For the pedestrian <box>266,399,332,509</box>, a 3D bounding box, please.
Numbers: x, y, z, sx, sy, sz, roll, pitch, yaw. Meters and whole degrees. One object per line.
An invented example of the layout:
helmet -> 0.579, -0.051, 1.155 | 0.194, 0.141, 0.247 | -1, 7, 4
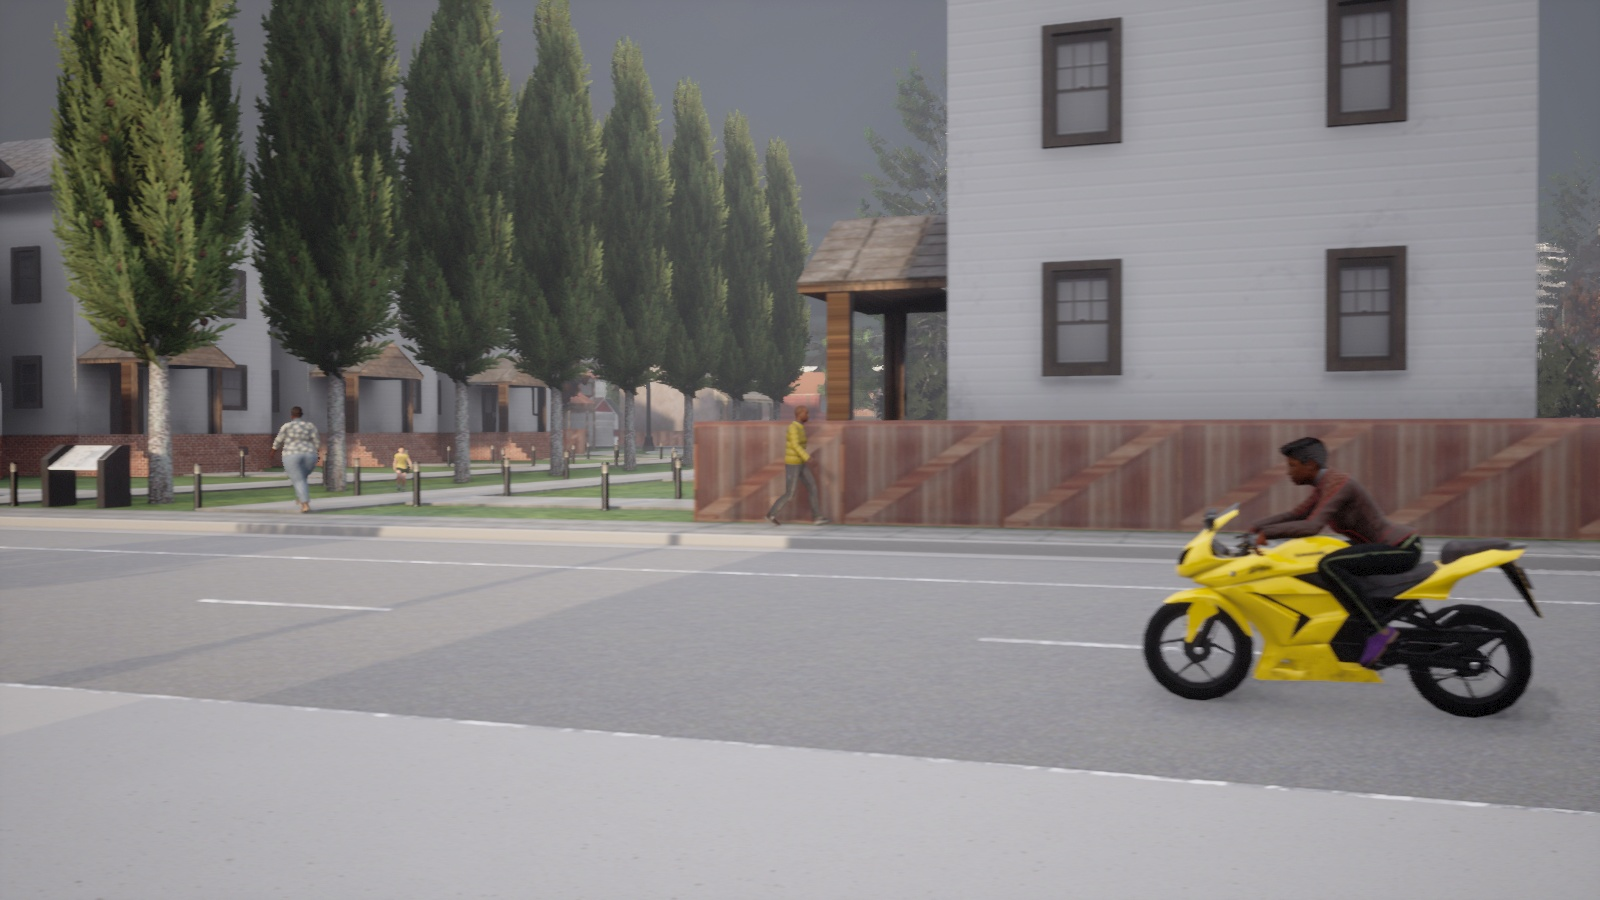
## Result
pedestrian -> -8.749, 0.060, 21.909 | 0.874, 1.855, 0.900 | 0, 1, -36

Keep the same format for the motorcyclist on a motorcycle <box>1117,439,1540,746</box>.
motorcyclist on a motorcycle -> 2.849, 0.708, 6.982 | 2.044, 1.523, 0.797 | 1, 1, 19

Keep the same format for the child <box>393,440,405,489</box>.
child -> -9.258, 0.325, 29.000 | 0.255, 1.110, 0.394 | 0, 1, -19

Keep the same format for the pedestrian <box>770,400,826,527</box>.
pedestrian -> -0.022, 0.188, 18.321 | 0.726, 1.835, 0.370 | 1, 1, 20
